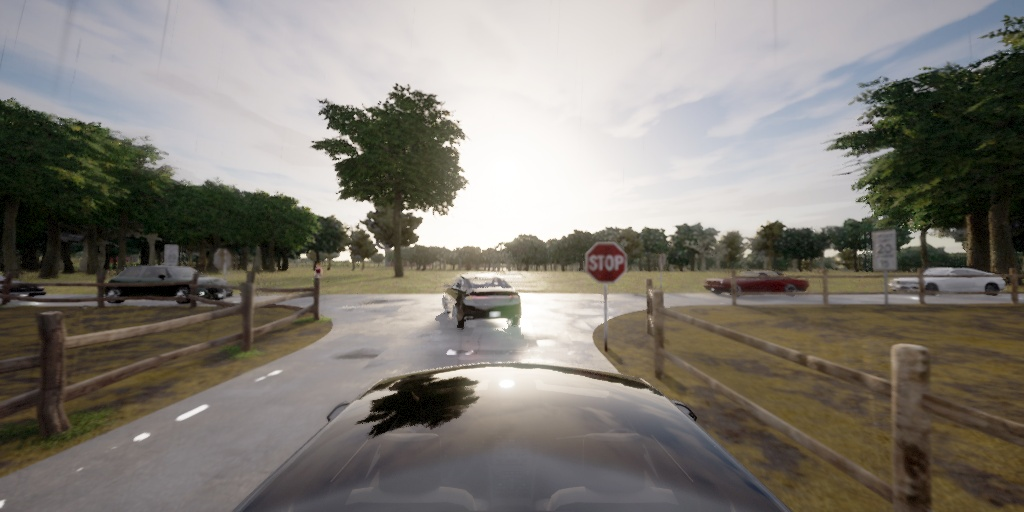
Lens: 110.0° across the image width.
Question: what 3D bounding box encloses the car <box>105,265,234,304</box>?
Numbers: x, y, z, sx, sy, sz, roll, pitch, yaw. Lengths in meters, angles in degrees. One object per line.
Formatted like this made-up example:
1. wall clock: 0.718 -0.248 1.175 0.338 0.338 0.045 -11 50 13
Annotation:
1. car: -15.472 1.216 16.408 4.553 1.767 2.097 0 -2 1

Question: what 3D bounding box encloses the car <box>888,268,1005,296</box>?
1. car: 23.148 1.348 19.194 4.674 1.442 1.812 0 -2 4

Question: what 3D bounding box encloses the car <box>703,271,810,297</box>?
1. car: 12.991 1.475 19.339 4.718 1.301 1.895 0 -2 -1

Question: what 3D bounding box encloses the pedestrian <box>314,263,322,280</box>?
1. pedestrian: -12.131 1.325 22.428 0.375 1.860 0.375 0 -2 0

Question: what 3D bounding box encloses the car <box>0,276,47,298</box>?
1. car: -25.003 1.410 16.441 5.357 1.411 2.033 0 -2 0

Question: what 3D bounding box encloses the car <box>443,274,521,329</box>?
1. car: -1.126 1.334 11.745 2.128 1.511 4.902 0 -1 -16
